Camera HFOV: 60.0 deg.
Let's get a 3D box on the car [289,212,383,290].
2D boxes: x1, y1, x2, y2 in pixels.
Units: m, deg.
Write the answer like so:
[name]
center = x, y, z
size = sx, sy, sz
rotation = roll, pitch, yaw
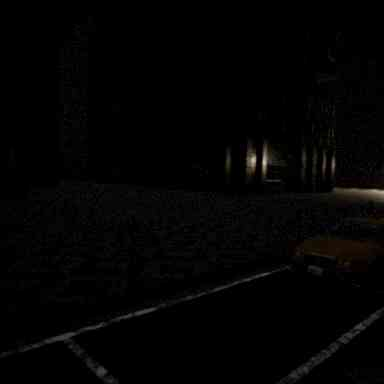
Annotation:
[car]
center = 4.228, 1.220, 8.269
size = 4.829, 1.417, 1.752
rotation = -1, 4, -43
